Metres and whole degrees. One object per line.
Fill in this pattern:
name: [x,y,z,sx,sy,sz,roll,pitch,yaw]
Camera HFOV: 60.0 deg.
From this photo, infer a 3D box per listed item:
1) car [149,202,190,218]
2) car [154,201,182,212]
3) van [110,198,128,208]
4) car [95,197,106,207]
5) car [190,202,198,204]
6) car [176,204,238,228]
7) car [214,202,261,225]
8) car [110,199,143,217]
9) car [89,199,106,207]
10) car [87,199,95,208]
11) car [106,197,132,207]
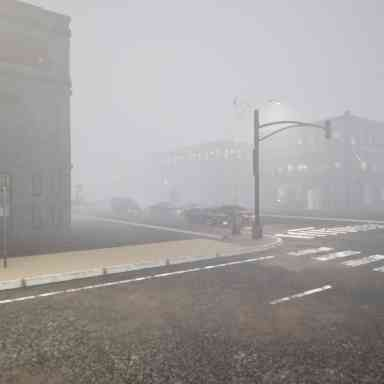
car: [-2.707,1.830,34.764,2.128,1.511,4.902,-1,0,-36]
car: [-3.325,1.966,45.584,1.802,1.307,4.206,-2,0,-36]
van: [-12.978,1.907,59.100,1.690,1.788,3.998,-1,0,-36]
car: [-16.194,1.940,63.605,2.192,1.841,5.009,-1,0,-36]
car: [-0.111,1.903,41.079,1.802,1.307,4.206,-2,0,-36]
car: [1.031,1.814,24.843,1.947,1.339,4.313,-2,0,-36]
car: [3.338,1.745,26.303,1.812,1.442,4.674,-1,0,-35]
car: [-6.934,1.846,36.209,1.967,1.590,4.097,-1,0,-36]
car: [-19.404,2.227,68.111,1.887,1.381,4.507,-1,0,-36]
car: [-19.219,2.159,63.412,2.128,1.511,4.902,-1,0,-36]
car: [-8.748,1.677,43.259,2.150,2.045,5.566,-1,0,-35]
